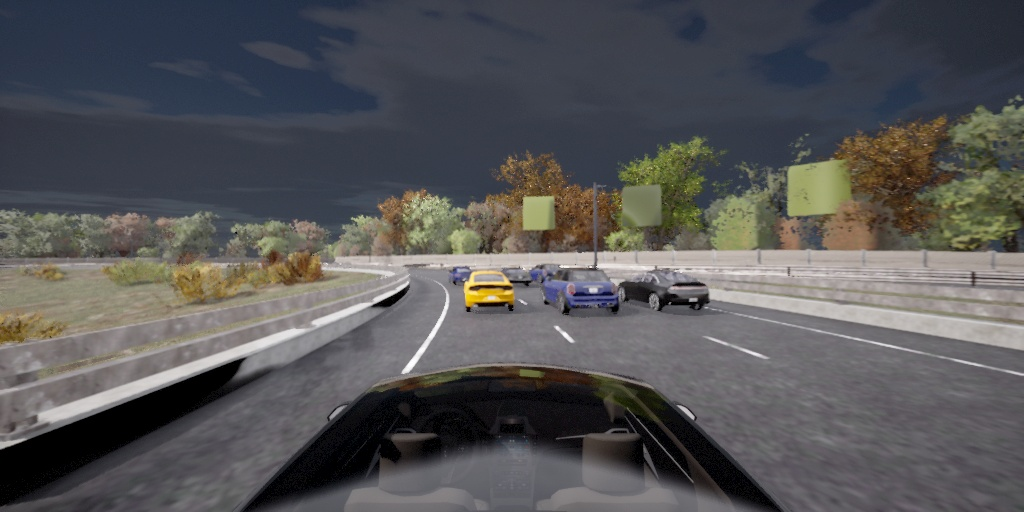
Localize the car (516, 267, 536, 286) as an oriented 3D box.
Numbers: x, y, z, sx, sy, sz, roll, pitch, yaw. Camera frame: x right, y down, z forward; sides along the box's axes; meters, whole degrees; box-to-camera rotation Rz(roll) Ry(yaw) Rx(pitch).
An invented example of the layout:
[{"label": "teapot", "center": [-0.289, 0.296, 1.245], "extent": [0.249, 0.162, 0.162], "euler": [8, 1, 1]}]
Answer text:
[{"label": "car", "center": [-0.016, 1.602, 28.004], "extent": [2.033, 1.411, 5.357], "euler": [0, -1, -14]}]

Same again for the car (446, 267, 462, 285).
[{"label": "car", "center": [-4.231, 1.620, 29.988], "extent": [1.812, 1.442, 4.674], "euler": [0, 0, -17]}]

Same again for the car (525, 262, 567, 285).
[{"label": "car", "center": [2.823, 1.425, 30.804], "extent": [2.097, 1.767, 4.553], "euler": [0, -1, -16]}]

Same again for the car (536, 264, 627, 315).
[{"label": "car", "center": [2.563, 1.239, 14.593], "extent": [2.097, 1.767, 4.553], "euler": [0, -1, -7]}]

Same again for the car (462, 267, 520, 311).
[{"label": "car", "center": [-1.101, 1.392, 15.551], "extent": [1.882, 1.535, 5.008], "euler": [0, 0, -8]}]

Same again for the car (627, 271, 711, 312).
[{"label": "car", "center": [6.052, 1.369, 14.980], "extent": [2.128, 1.511, 4.902], "euler": [0, -1, -7]}]
